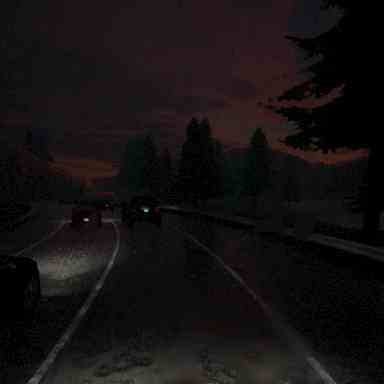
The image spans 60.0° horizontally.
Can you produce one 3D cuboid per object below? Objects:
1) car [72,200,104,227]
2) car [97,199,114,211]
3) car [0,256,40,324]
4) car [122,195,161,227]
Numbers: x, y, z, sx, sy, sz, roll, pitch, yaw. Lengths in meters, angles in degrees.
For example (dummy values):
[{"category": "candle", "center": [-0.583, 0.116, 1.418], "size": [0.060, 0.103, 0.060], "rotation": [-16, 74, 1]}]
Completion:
[{"category": "car", "center": [-7.239, 1.554, 22.871], "size": [1.812, 1.442, 4.674], "rotation": [0, 0, -17]}, {"category": "car", "center": [-11.082, 1.592, 40.764], "size": [2.033, 1.411, 5.357], "rotation": [0, 0, -29]}, {"category": "car", "center": [-3.788, 1.505, 4.610], "size": [2.128, 1.511, 4.902], "rotation": [0, 0, -4]}, {"category": "car", "center": [-3.581, 1.238, 23.053], "size": [2.150, 2.045, 5.566], "rotation": [0, 0, -16]}]
